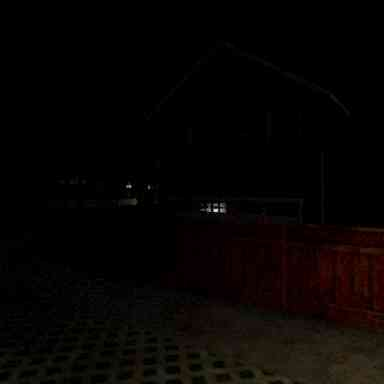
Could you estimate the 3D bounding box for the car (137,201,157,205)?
[{"bbox_3d":[-5.118,1.798,39.728,1.882,1.535,5.008,0,-1,15],"label":"car"}]
